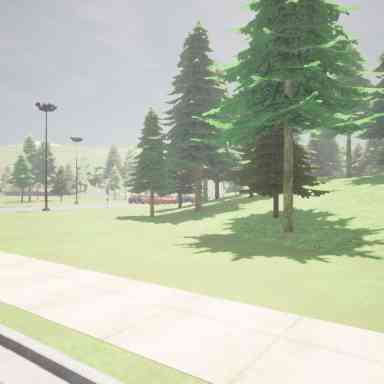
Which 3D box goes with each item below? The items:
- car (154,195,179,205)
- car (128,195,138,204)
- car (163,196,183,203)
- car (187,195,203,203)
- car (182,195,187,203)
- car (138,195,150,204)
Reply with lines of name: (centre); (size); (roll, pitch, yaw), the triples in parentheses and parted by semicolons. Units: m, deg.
car: (-4.525, 1.352, 59.372); (2.097, 1.767, 4.553); (0, 0, 37)
car: (-9.988, 1.352, 63.682); (2.097, 1.767, 4.553); (0, 0, 37)
car: (-4.092, 1.554, 71.876); (1.994, 1.385, 4.181); (0, 0, 36)
car: (1.509, 1.564, 67.696); (1.994, 1.385, 4.181); (0, 0, 36)
car: (-1.578, 1.352, 69.406); (2.097, 1.767, 4.553); (0, 0, 36)
car: (-7.226, 1.352, 61.608); (2.097, 1.767, 4.553); (0, 0, 37)
